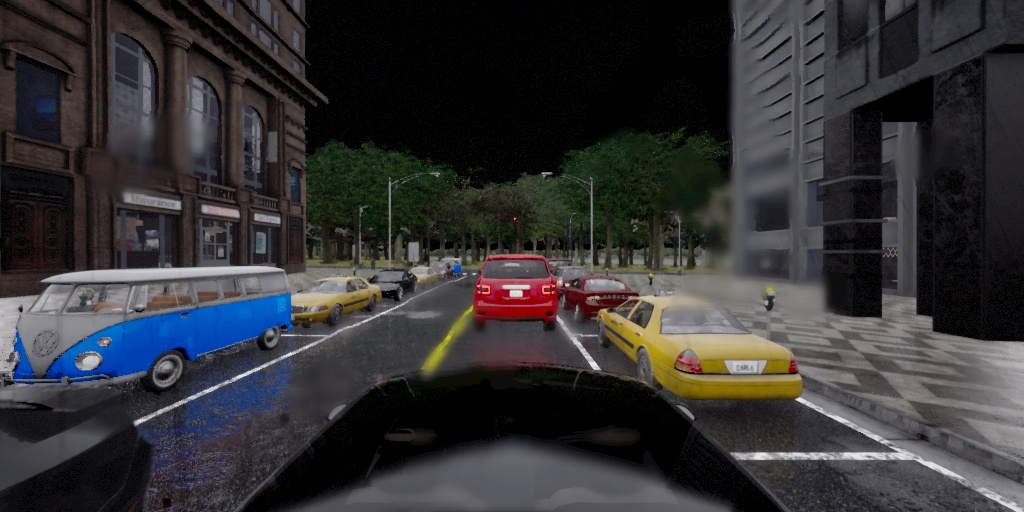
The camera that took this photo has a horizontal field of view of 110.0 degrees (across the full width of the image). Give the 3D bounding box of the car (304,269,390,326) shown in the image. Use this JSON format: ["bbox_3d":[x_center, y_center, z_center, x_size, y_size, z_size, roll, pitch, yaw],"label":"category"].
[{"bbox_3d":[-5.762,1.276,11.651,1.751,1.417,4.829,0,0,0],"label":"car"}]

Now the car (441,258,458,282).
[{"bbox_3d":[-5.760,1.193,28.133,1.967,1.591,4.097,0,0,0],"label":"car"}]

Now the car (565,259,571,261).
[{"bbox_3d":[2.764,1.067,22.694,2.192,1.841,5.009,0,0,0],"label":"car"}]

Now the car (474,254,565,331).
[{"bbox_3d":[0.104,0.972,11.077,2.150,2.045,5.566,0,0,0],"label":"car"}]

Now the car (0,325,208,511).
[{"bbox_3d":[-3.101,1.255,0.105,1.837,1.490,4.892,0,0,0],"label":"car"}]

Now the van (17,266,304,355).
[{"bbox_3d":[-5.763,1.091,6.383,1.690,1.789,3.998,0,0,0],"label":"van"}]

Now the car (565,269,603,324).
[{"bbox_3d":[2.763,1.295,11.819,1.888,1.381,4.507,0,0,0],"label":"car"}]

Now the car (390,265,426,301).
[{"bbox_3d":[-5.762,1.317,17.258,1.948,1.339,4.313,0,0,0],"label":"car"}]

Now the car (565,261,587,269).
[{"bbox_3d":[2.764,1.191,17.257,1.967,1.591,4.097,0,0,0],"label":"car"}]

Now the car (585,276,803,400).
[{"bbox_3d":[2.763,1.275,6.552,1.751,1.417,4.829,0,0,0],"label":"car"}]

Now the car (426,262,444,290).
[{"bbox_3d":[-5.761,1.277,22.525,1.751,1.417,4.829,0,0,0],"label":"car"}]

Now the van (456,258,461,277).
[{"bbox_3d":[-5.760,1.096,33.570,1.690,1.789,3.998,0,0,0],"label":"van"}]
